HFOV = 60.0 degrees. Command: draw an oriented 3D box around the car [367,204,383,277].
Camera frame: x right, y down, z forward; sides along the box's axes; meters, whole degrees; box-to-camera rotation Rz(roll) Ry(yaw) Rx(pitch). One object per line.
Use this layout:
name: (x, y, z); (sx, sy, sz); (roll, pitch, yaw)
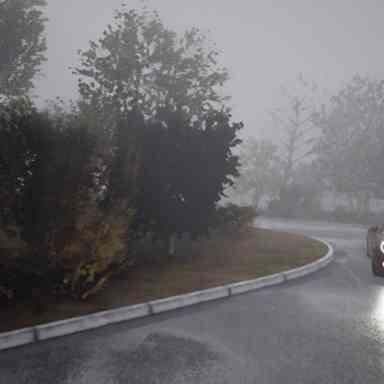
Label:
car: (6.459, 1.400, 9.828); (2.097, 1.767, 4.553); (0, 0, 25)
